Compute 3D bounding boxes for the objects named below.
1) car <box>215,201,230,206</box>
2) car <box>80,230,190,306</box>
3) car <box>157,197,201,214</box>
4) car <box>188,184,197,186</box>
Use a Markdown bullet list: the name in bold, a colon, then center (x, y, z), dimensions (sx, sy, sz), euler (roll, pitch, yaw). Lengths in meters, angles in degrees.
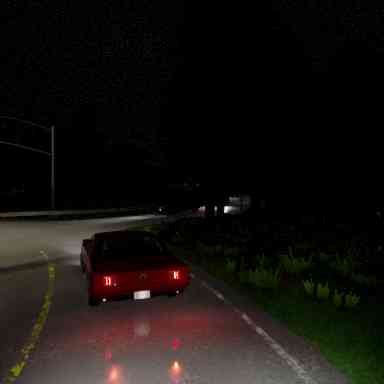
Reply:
- **car**: center (3.416, 0.737, 39.992), dimensions (1.837, 1.490, 4.892), euler (0, 4, 13)
- **car**: center (-1.695, 1.601, 8.189), dimensions (1.895, 1.301, 4.718), euler (0, 0, -21)
- **car**: center (-1.232, 1.256, 31.942), dimensions (2.128, 1.511, 4.902), euler (0, 2, 42)
- **car**: center (0.013, -1.820, 70.135), dimensions (2.128, 1.511, 4.902), euler (0, 5, -1)
